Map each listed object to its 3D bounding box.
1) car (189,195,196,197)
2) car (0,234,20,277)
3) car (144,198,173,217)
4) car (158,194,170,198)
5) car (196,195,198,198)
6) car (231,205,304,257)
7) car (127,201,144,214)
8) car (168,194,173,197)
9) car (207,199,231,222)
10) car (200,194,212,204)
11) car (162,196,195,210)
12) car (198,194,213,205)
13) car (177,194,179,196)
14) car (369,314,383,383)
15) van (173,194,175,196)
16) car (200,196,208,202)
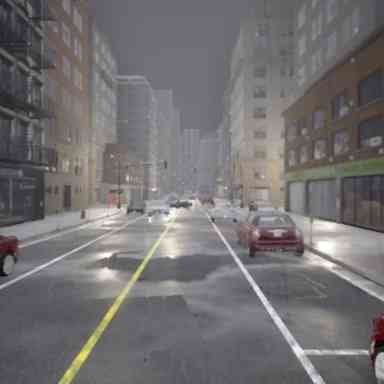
[{"bbox_3d":[-0.012,1.498,87.533,1.837,1.490,4.892,0,0,0],"label":"car"},{"bbox_3d":[-5.676,1.544,7.487,1.887,1.381,4.507,-1,0,0],"label":"car"},{"bbox_3d":[-3.066,1.534,31.574,1.812,1.442,4.674,0,0,0],"label":"car"},{"bbox_3d":[-5.685,1.621,61.845,1.947,1.339,4.313,-1,0,0],"label":"car"},{"bbox_3d":[2.840,1.401,84.189,2.192,1.841,5.009,-1,0,0],"label":"car"},{"bbox_3d":[2.847,1.439,12.985,1.967,1.590,4.097,-1,0,0],"label":"car"},{"bbox_3d":[-5.681,1.579,34.971,1.947,1.339,4.313,-1,0,0],"label":"car"},{"bbox_3d":[-5.687,1.597,72.846,1.752,1.417,4.829,-1,0,0],"label":"car"},{"bbox_3d":[2.348,1.530,25.906,1.812,1.442,4.674,0,0,0],"label":"car"},{"bbox_3d":[2.838,1.379,67.432,2.192,1.841,5.009,-1,0,0],"label":"car"},{"bbox_3d":[-1.847,1.646,45.065,1.895,1.301,4.718,0,0,31],"label":"car"},{"bbox_3d":[2.838,1.370,61.846,2.192,1.841,5.009,-1,0,0],"label":"car"},{"bbox_3d":[-5.693,1.414,95.360,2.192,1.841,5.009,-1,0,0],"label":"car"},{"bbox_3d":[2.850,1.544,1.992,1.887,1.381,4.507,-1,0,0],"label":"car"},{"bbox_3d":[-5.690,1.421,78.602,1.690,1.788,3.998,-1,0,0],"label":"van"},{"bbox_3d":[2.842,1.605,78.773,1.752,1.417,4.829,-1,0,0],"label":"car"}]
